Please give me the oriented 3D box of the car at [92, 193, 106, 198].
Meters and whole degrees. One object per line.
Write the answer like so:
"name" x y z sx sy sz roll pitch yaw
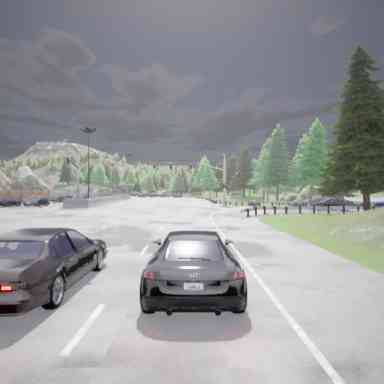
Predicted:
"car" -21.778 1.247 75.497 2.033 1.411 5.357 0 0 -1

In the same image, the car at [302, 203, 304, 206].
"car" 15.707 1.439 41.018 4.181 1.385 1.994 0 0 7

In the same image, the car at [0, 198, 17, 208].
"car" -25.036 1.457 44.851 1.895 1.301 4.718 0 0 -1

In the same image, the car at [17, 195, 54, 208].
"car" -21.549 1.342 46.102 2.128 1.511 4.902 0 0 -1

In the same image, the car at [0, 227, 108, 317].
"car" -3.474 1.544 7.753 2.033 1.411 5.357 0 0 0

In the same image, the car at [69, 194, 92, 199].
"car" -21.671 1.285 64.823 1.812 1.442 4.674 0 0 0

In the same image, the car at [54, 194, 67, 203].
"car" -25.146 1.340 61.115 1.994 1.385 4.181 0 0 0

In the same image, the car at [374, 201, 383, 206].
"car" 24.454 1.359 39.608 5.008 1.535 1.882 0 0 12

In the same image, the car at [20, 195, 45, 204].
"car" -28.634 1.276 59.972 2.128 1.511 4.902 0 0 0

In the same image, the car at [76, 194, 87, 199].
"car" -29.403 1.241 88.288 1.895 1.301 4.718 0 0 -7

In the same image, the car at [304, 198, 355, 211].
"car" 15.635 1.383 37.497 4.902 1.511 2.128 0 0 7

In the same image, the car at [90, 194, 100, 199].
"car" -26.013 1.165 89.227 1.812 1.442 4.674 0 0 -7

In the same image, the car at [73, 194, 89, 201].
"car" -25.281 1.246 75.825 2.033 1.411 5.357 0 0 -1

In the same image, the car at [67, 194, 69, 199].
"car" -28.777 1.248 75.371 2.033 1.411 5.357 0 0 -1

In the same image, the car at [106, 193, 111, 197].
"car" -22.059 1.015 85.255 2.097 1.767 4.553 0 0 -3

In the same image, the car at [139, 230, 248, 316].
"car" 0.026 1.560 7.606 1.994 1.385 4.181 0 0 0
